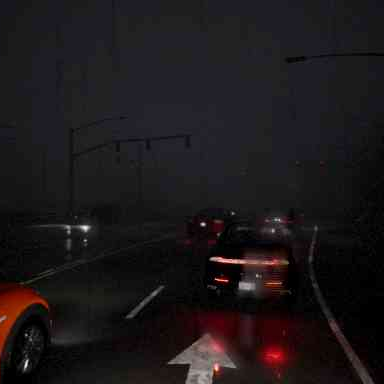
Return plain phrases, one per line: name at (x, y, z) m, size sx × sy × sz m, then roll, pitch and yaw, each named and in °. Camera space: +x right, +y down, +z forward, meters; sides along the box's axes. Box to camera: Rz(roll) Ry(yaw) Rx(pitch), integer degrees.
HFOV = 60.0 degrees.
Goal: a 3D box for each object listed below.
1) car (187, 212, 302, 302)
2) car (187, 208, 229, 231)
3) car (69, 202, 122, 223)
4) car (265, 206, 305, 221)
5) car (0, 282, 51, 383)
car at (1.558, 1.492, 8.371) m, size 2.128 × 1.511 × 4.902 m, roll 0°, pitch 0°, yaw 13°
car at (1.257, 1.563, 18.062) m, size 1.994 × 1.385 × 4.181 m, roll 0°, pitch 0°, yaw 21°
car at (-7.263, 1.555, 25.589) m, size 1.837 × 1.490 × 4.892 m, roll 0°, pitch 0°, yaw 22°
car at (4.636, 1.505, 17.249) m, size 1.837 × 1.490 × 4.892 m, roll 0°, pitch 0°, yaw 21°
car at (-3.046, 1.351, 2.616) m, size 2.097 × 1.767 × 4.553 m, roll 0°, pitch 0°, yaw 5°
